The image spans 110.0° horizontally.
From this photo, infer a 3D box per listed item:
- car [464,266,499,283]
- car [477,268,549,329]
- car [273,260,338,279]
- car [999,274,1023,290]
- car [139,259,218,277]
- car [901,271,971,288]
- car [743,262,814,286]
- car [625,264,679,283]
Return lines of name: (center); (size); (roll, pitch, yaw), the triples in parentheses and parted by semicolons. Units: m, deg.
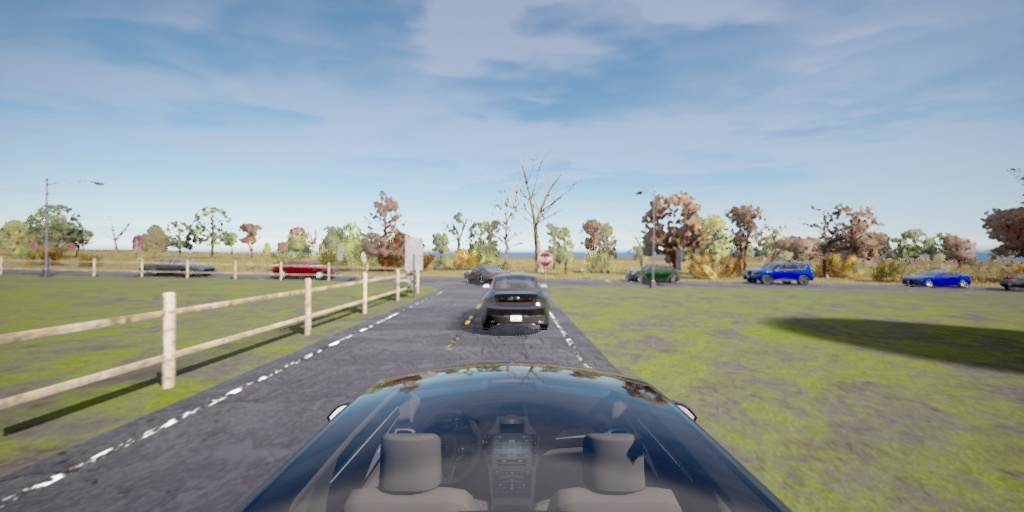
car: (-2.009, 1.442, 27.826); (2.033, 1.411, 5.357); (0, 0, -27)
car: (0.104, 1.313, 11.429); (1.837, 1.490, 4.892); (0, 0, 0)
car: (-17.343, 1.114, 30.236); (5.008, 1.535, 1.882); (1, 1, 0)
car: (44.335, 2.241, 30.133); (4.902, 1.511, 2.128); (1, 1, 1)
car: (-28.072, 0.978, 30.264); (5.357, 1.411, 2.033); (1, 1, 0)
car: (38.978, 2.108, 33.024); (5.008, 1.535, 1.882); (0, 1, 0)
car: (24.550, 1.597, 33.081); (5.566, 2.045, 2.150); (1, 1, 0)
car: (12.868, 1.521, 33.065); (4.553, 1.767, 2.097); (1, 1, -1)
